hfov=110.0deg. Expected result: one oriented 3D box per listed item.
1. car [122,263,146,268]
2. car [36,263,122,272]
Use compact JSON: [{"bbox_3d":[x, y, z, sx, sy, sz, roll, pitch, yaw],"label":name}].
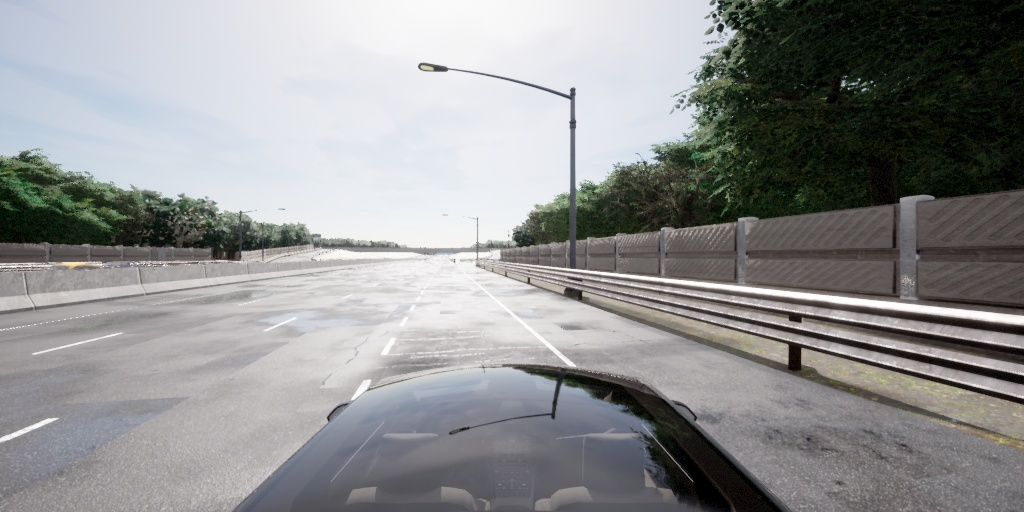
[{"bbox_3d":[-33.752,1.313,30.558,2.033,1.411,5.357,0,0,-10],"label":"car"},{"bbox_3d":[-28.841,1.234,23.268,1.882,1.535,5.008,0,0,-11],"label":"car"}]
